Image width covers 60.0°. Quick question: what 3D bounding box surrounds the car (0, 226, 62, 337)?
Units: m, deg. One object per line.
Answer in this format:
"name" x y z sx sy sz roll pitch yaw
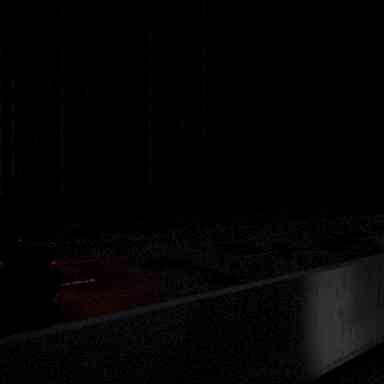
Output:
"car" -4.587 1.490 5.021 4.902 1.511 2.128 0 0 -36

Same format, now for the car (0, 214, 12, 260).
"car" -8.886 1.545 10.552 5.357 1.411 2.033 0 0 -35

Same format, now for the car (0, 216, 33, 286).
"car" -6.628 1.490 7.863 4.902 1.511 2.128 0 0 -35
